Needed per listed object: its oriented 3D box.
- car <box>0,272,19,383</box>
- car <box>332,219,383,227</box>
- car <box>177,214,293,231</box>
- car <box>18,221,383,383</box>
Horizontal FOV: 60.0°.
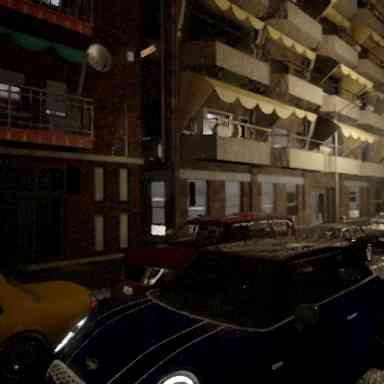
[{"bbox_3d":[-3.489,1.625,3.837,4.829,1.417,1.752,1,-2,-43],"label":"car"},{"bbox_3d":[4.762,1.794,11.443,4.403,1.369,2.008,1,-2,-43],"label":"car"},{"bbox_3d":[0.697,1.488,7.704,5.009,1.841,2.192,1,-2,-43],"label":"car"},{"bbox_3d":[0.705,1.444,4.042,4.553,1.767,2.097,1,-2,-43],"label":"car"}]
